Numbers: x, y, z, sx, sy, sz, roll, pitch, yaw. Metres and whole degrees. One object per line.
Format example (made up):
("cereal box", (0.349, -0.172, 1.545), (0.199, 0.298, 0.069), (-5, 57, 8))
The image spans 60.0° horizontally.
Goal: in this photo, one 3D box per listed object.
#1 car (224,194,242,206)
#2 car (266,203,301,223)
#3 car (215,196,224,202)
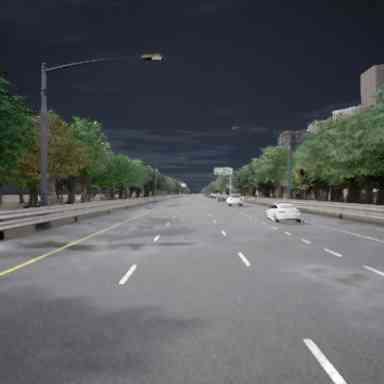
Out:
("car", (7.181, 1.369, 56.634), (2.150, 2.045, 5.566), (0, 0, 0))
("car", (7.039, 1.586, 25.858), (1.812, 1.442, 4.674), (0, 0, 0))
("car", (7.392, 1.758, 83.735), (1.812, 1.442, 4.674), (0, 0, 1))
